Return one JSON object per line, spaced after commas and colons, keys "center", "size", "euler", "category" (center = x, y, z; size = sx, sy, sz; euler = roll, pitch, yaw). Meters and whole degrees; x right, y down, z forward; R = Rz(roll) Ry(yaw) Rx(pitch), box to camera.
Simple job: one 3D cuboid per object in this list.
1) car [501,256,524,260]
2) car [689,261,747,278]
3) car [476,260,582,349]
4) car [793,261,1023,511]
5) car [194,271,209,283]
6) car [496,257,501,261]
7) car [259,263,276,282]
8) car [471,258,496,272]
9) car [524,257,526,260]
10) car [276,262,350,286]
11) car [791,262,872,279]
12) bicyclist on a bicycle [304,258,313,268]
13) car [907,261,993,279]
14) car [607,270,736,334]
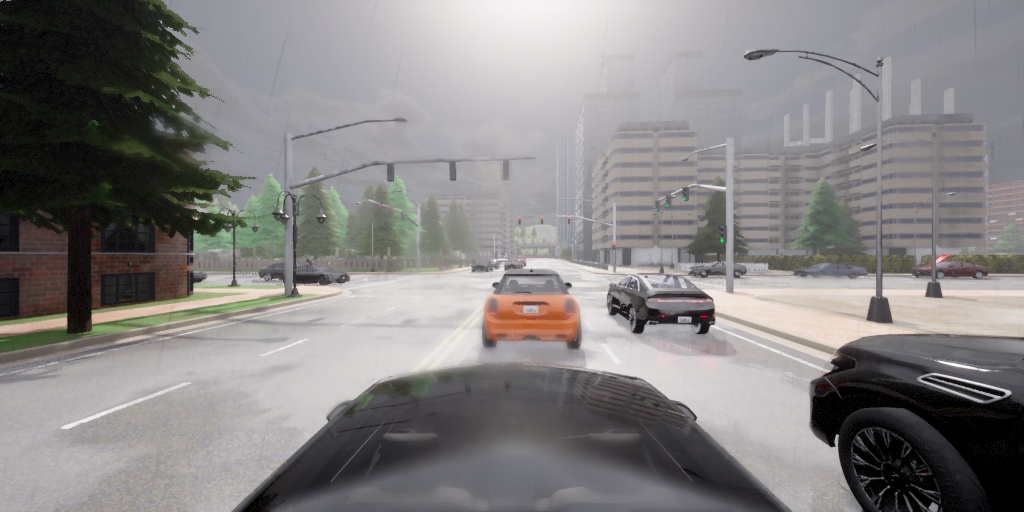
{"center": [0.135, 1.102, 50.056], "size": [2.097, 1.767, 4.553], "euler": [0, 0, 4], "category": "car"}
{"center": [19.002, 1.241, 33.254], "size": [4.902, 1.511, 2.128], "euler": [0, 0, 4], "category": "car"}
{"center": [0.517, 1.102, 9.368], "size": [2.097, 1.767, 4.553], "euler": [0, 0, 3], "category": "car"}
{"center": [3.708, 0.971, 0.759], "size": [2.150, 2.045, 5.566], "euler": [0, 0, 0], "category": "car"}
{"center": [-24.661, 1.351, 25.683], "size": [4.718, 1.301, 1.895], "euler": [0, 0, 4], "category": "car"}
{"center": [-3.024, 1.241, 54.804], "size": [2.128, 1.511, 4.902], "euler": [0, 0, 4], "category": "car"}
{"center": [-17.523, 1.255, 28.669], "size": [4.892, 1.490, 1.837], "euler": [0, 0, 4], "category": "car"}
{"center": [-3.759, 1.102, 45.884], "size": [2.097, 1.767, 4.553], "euler": [0, 0, 6], "category": "car"}
{"center": [0.781, 1.314, 58.652], "size": [1.994, 1.385, 4.181], "euler": [0, 0, 5], "category": "car"}
{"center": [-13.449, 1.313, 24.709], "size": [4.181, 1.385, 1.994], "euler": [0, 0, 8], "category": "car"}
{"center": [28.850, 1.297, 32.544], "size": [5.357, 1.411, 2.033], "euler": [0, 0, 4], "category": "car"}
{"center": [-22.758, 1.051, 40.054], "size": [0.582, 1.620, 1.656], "euler": [0, 0, 4], "category": "bicyclist on a bicycle"}
{"center": [38.753, 1.228, 31.822], "size": [5.008, 1.535, 1.882], "euler": [0, 0, 4], "category": "car"}
{"center": [4.092, 1.241, 10.596], "size": [2.128, 1.511, 4.902], "euler": [0, 0, 4], "category": "car"}
